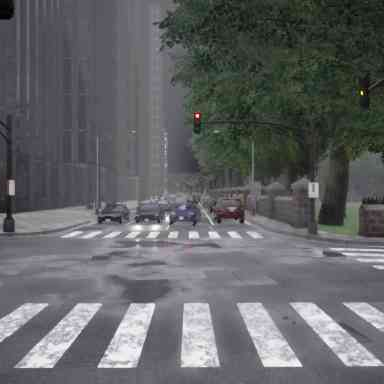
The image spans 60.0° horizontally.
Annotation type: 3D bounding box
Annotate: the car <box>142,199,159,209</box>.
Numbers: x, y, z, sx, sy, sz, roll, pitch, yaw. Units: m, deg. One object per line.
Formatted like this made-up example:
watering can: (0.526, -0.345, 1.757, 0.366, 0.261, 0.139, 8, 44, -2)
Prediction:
car: (-5.824, 1.616, 46.932, 1.802, 1.307, 4.206, 0, 0, 0)

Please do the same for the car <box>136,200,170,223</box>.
car: (-3.134, 1.559, 25.623, 2.033, 1.411, 5.357, 0, 0, 0)

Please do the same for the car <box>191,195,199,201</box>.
car: (0.786, 1.591, 85.778, 1.837, 1.490, 4.892, 0, 0, 0)

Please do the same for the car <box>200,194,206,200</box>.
car: (2.694, 1.481, 52.407, 1.967, 1.590, 4.097, 0, 0, 0)

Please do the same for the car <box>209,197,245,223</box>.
car: (2.730, 1.326, 25.125, 2.192, 1.841, 5.009, 0, 0, 0)

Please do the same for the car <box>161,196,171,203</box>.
car: (-5.861, 1.611, 74.217, 1.887, 1.381, 4.507, 0, 0, 0)

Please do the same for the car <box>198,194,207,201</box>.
car: (2.650, 1.399, 85.146, 2.192, 1.841, 5.009, 0, 0, 0)

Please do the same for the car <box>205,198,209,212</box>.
car: (2.716, 1.588, 36.037, 1.947, 1.339, 4.313, 0, 0, 0)

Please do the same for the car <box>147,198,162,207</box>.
car: (-5.831, 1.622, 52.389, 1.802, 1.307, 4.206, 0, 0, 0)

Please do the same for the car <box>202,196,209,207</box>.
car: (2.708, 1.579, 41.493, 2.008, 1.369, 4.403, 0, 0, 0)

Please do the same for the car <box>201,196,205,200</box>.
car: (2.701, 1.585, 46.950, 2.008, 1.369, 4.403, 0, 0, 0)

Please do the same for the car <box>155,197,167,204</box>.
car: (-5.846, 1.635, 63.303, 1.802, 1.307, 4.206, 0, 0, 0)

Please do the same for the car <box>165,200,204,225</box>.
car: (-0.439, 1.535, 23.868, 1.812, 1.442, 4.674, 0, 0, 6)

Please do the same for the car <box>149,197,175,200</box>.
car: (-3.132, 1.547, 35.261, 1.812, 1.442, 4.674, 0, 0, 0)

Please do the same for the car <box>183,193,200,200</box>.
car: (-0.019, 1.395, 55.313, 2.097, 1.767, 4.553, 0, 0, 0)

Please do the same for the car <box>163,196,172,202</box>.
car: (-5.868, 1.620, 79.674, 1.887, 1.381, 4.507, 0, 0, 0)

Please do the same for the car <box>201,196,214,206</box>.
car: (2.687, 1.487, 57.863, 1.967, 1.590, 4.097, 0, 0, 0)

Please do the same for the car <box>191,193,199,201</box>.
car: (0.779, 1.320, 91.808, 2.150, 2.045, 5.566, 0, 0, 0)

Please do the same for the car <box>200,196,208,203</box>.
car: (2.664, 1.592, 74.403, 1.752, 1.417, 4.829, 0, 0, 0)

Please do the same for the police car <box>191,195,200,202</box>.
police car: (0.800, 1.495, 75.888, 1.930, 1.638, 5.238, 0, 0, 0)

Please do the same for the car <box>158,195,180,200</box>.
car: (-3.150, 1.524, 45.528, 2.128, 1.511, 4.902, 0, 0, 0)

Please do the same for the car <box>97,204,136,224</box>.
car: (-5.795, 1.576, 25.104, 1.947, 1.339, 4.313, 0, 0, 0)
